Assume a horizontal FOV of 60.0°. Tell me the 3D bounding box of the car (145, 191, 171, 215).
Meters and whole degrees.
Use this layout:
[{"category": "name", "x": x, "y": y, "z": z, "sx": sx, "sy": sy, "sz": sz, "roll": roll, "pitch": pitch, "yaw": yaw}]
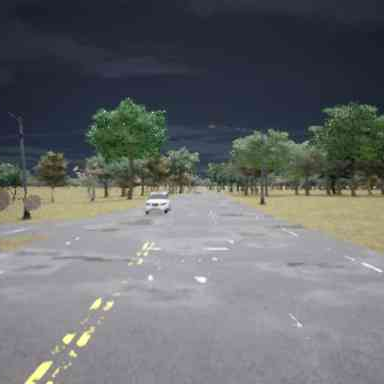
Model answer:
[{"category": "car", "x": -3.350, "y": 1.012, "z": 33.547, "sx": 2.150, "sy": 2.045, "sz": 5.566, "roll": -1, "pitch": 2, "yaw": 1}]
